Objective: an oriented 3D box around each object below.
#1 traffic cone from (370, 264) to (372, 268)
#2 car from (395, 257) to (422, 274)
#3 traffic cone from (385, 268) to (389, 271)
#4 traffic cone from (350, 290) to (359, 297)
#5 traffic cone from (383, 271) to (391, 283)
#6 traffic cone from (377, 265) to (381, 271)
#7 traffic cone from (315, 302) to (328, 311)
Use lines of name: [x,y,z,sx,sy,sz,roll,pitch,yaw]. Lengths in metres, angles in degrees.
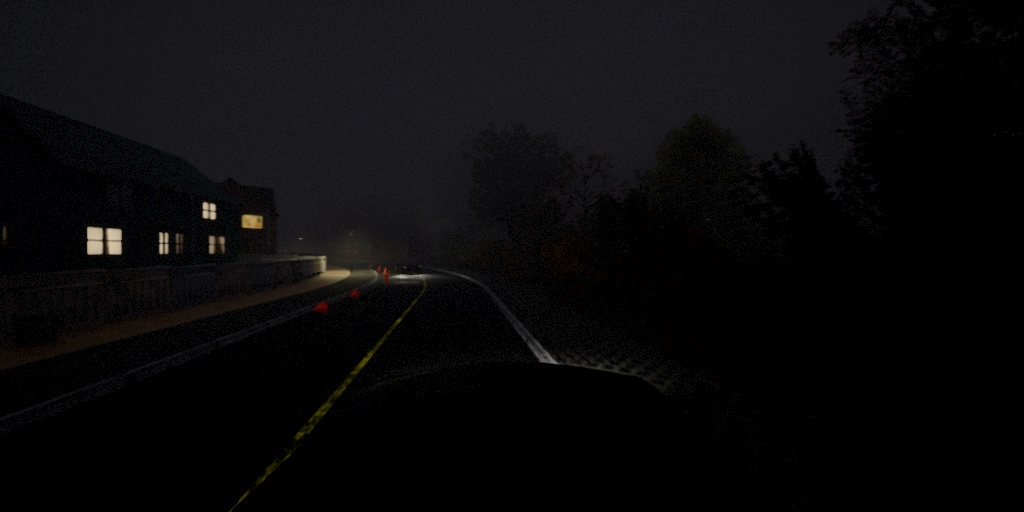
traffic cone: [-16.261,1.126,41.361,0.340,0.580,0.340,0,0,-33]
car: [-9.818,0.847,33.892,1.882,1.535,5.008,0,1,-25]
traffic cone: [-9.807,1.414,28.499,0.340,0.580,0.340,0,0,-20]
traffic cone: [-6.957,1.400,15.896,0.340,0.580,0.340,0,0,-10]
traffic cone: [-8.340,1.484,23.922,0.340,0.580,0.340,0,0,-16]
traffic cone: [-13.780,1.234,37.244,0.340,0.580,0.340,0,0,-29]
traffic cone: [-6.325,1.434,12.037,0.340,0.580,0.340,0,0,-26]
